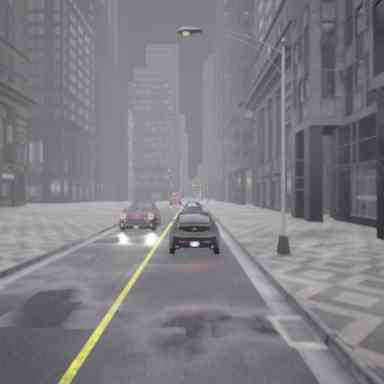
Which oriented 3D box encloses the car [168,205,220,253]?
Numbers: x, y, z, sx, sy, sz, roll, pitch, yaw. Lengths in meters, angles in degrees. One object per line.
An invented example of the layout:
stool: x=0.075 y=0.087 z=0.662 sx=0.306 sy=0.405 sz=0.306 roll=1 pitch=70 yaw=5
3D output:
car: x=0.094 y=1.515 z=13.710 sx=1.837 sy=1.490 sz=4.892 roll=0 pitch=0 yaw=0

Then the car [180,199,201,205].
car: x=0.087 y=1.588 z=30.244 sx=1.812 sy=1.442 sz=4.674 roll=0 pitch=0 yaw=0

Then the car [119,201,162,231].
car: x=-3.107 y=1.379 z=20.709 sx=2.097 sy=1.767 sz=4.553 roll=0 pitch=0 yaw=0

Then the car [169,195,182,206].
car: x=-3.048 y=1.492 z=62.549 sx=2.150 sy=2.045 sz=5.566 roll=0 pitch=-1 yaw=1
